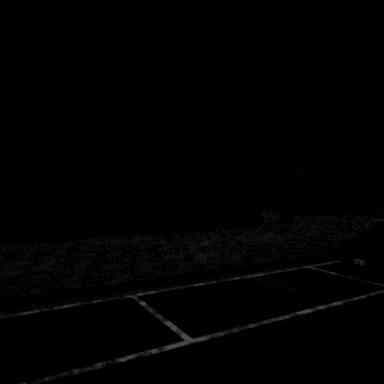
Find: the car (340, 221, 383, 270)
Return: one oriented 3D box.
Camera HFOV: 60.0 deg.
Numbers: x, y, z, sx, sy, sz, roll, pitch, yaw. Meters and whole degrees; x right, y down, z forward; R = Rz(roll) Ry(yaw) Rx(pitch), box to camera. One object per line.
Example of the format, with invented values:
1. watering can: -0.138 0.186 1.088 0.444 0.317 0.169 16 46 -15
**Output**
1. car: 6.443 1.534 10.145 4.313 1.339 1.947 0 0 -30
